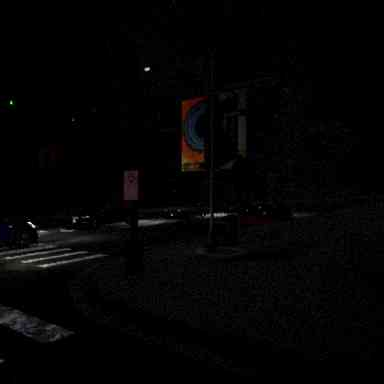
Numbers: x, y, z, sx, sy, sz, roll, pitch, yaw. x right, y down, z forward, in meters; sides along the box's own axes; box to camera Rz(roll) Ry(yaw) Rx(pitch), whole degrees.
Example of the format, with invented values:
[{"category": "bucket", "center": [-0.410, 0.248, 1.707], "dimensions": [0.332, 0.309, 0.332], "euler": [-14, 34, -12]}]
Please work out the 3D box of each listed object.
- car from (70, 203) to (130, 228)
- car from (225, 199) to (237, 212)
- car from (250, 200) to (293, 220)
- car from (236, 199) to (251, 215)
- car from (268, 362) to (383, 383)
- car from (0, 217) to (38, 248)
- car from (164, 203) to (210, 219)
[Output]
[{"category": "car", "center": [-5.767, 1.512, 22.325], "dimensions": [2.128, 1.511, 4.902], "euler": [0, 0, 36]}, {"category": "car", "center": [5.620, 1.549, 38.424], "dimensions": [2.128, 1.511, 4.902], "euler": [0, 0, 35]}, {"category": "car", "center": [7.391, 1.545, 29.342], "dimensions": [2.128, 1.511, 4.902], "euler": [0, 0, 35]}, {"category": "car", "center": [6.670, 1.581, 33.953], "dimensions": [1.812, 1.442, 4.674], "euler": [0, 0, 35]}, {"category": "car", "center": [2.209, 1.551, 1.270], "dimensions": [4.403, 1.369, 2.008], "euler": [0, 0, 36]}, {"category": "car", "center": [-8.364, 1.362, 12.681], "dimensions": [2.097, 1.767, 4.553], "euler": [0, 0, 35]}, {"category": "car", "center": [-0.408, 1.638, 29.932], "dimensions": [1.895, 1.301, 4.718], "euler": [0, 0, 36]}]
